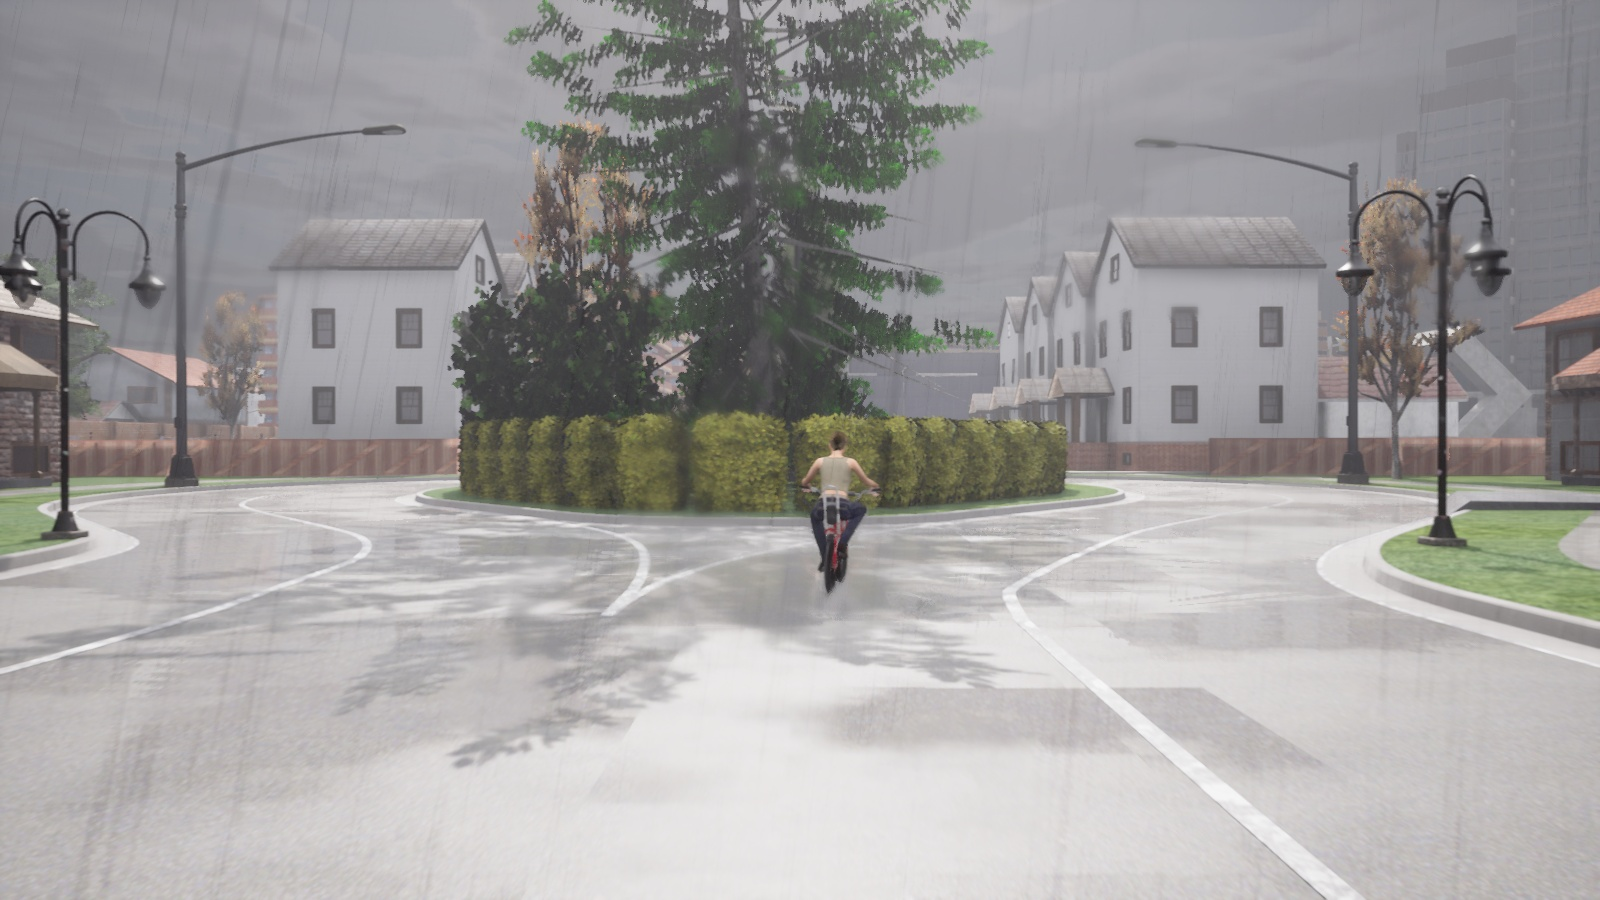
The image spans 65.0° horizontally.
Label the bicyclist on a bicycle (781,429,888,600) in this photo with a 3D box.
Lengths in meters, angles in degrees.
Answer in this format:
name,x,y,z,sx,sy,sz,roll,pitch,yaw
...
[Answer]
name,x,y,z,sx,sy,sz,roll,pitch,yaw
bicyclist on a bicycle,0.381,0.611,12.756,0.866,1.612,1.509,1,0,9
